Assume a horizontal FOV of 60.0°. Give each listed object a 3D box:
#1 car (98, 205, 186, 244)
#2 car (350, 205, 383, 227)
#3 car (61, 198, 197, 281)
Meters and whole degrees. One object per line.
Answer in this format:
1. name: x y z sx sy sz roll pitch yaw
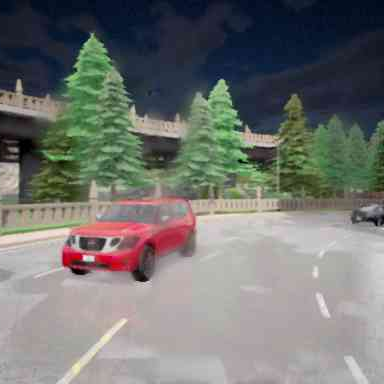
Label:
1. car: -2.338 1.494 16.928 1.837 1.490 4.892 0 0 28
2. car: 13.180 1.636 23.846 4.674 1.442 1.812 0 0 -35
3. car: -1.521 1.214 10.404 2.150 2.045 5.566 0 0 19
